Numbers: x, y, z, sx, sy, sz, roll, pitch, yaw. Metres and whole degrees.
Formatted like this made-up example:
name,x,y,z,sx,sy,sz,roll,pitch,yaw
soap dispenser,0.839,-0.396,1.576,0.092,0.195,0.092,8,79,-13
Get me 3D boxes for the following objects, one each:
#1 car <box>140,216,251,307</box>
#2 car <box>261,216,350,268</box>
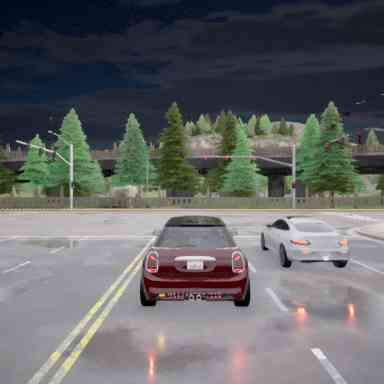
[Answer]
name,x,y,z,sx,sy,sz,roll,pitch,yaw
car,0.077,1.352,8.157,2.097,1.767,4.553,0,0,1
car,3.594,1.525,11.205,1.812,1.442,4.674,0,0,0
